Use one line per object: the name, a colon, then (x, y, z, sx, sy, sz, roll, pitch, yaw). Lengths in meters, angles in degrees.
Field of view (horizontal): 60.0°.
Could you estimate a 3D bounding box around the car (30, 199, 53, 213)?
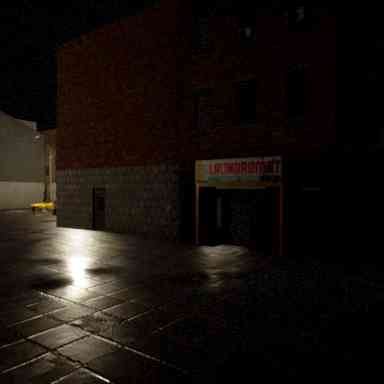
car: (-15.414, 1.507, 37.003, 1.882, 1.535, 5.008, 0, 0, 36)
